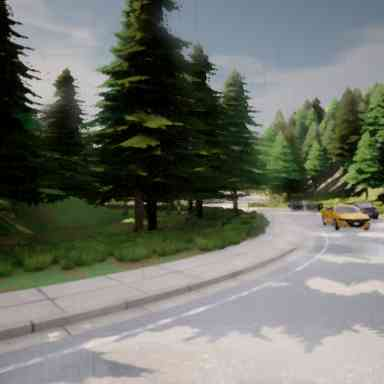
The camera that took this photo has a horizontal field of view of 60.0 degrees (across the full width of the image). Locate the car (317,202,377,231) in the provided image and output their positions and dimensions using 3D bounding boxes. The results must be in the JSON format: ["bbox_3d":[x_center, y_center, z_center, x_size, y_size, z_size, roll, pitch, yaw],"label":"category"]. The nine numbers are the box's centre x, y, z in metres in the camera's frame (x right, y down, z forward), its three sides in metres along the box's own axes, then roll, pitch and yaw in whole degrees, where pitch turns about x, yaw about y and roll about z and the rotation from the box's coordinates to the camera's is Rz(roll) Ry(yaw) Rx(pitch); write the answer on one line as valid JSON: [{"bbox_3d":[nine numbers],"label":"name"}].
[{"bbox_3d":[9.740,1.546,21.349,1.882,1.535,5.008,0,0,9],"label":"car"}]

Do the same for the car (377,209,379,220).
[{"bbox_3d":[14.467,1.586,28.730,1.812,1.442,4.674,0,0,7],"label":"car"}]

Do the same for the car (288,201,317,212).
[{"bbox_3d":[13.652,1.704,40.203,1.895,1.301,4.718,0,0,-15],"label":"car"}]
